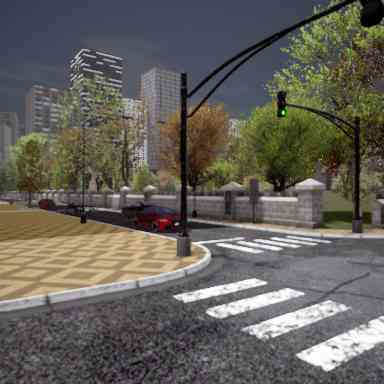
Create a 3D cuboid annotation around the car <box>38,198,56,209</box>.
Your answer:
[{"bbox_3d":[-21.274,1.654,48.726,1.882,1.535,5.008,0,0,-34],"label":"car"}]

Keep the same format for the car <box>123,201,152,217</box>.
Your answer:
[{"bbox_3d":[-4.575,1.569,29.663,2.128,1.511,4.902,0,0,-34],"label":"car"}]

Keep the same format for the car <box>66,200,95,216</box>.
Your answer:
[{"bbox_3d":[-11.479,1.579,34.138,2.128,1.511,4.902,0,0,-34],"label":"car"}]

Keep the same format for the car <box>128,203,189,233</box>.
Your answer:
[{"bbox_3d":[-1.961,1.602,20.116,1.994,1.385,4.181,0,0,-34],"label":"car"}]
